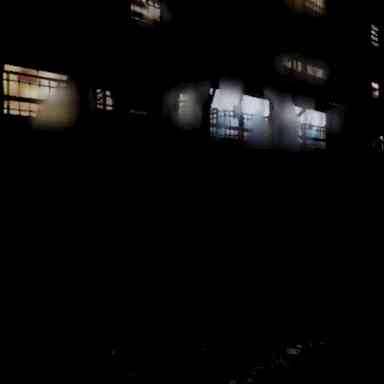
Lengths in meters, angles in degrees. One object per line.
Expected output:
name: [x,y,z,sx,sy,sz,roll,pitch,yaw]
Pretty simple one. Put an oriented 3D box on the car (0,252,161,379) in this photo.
car: [-2.462,1.566,4.353,4.313,1.339,1.947,0,-1,-35]
